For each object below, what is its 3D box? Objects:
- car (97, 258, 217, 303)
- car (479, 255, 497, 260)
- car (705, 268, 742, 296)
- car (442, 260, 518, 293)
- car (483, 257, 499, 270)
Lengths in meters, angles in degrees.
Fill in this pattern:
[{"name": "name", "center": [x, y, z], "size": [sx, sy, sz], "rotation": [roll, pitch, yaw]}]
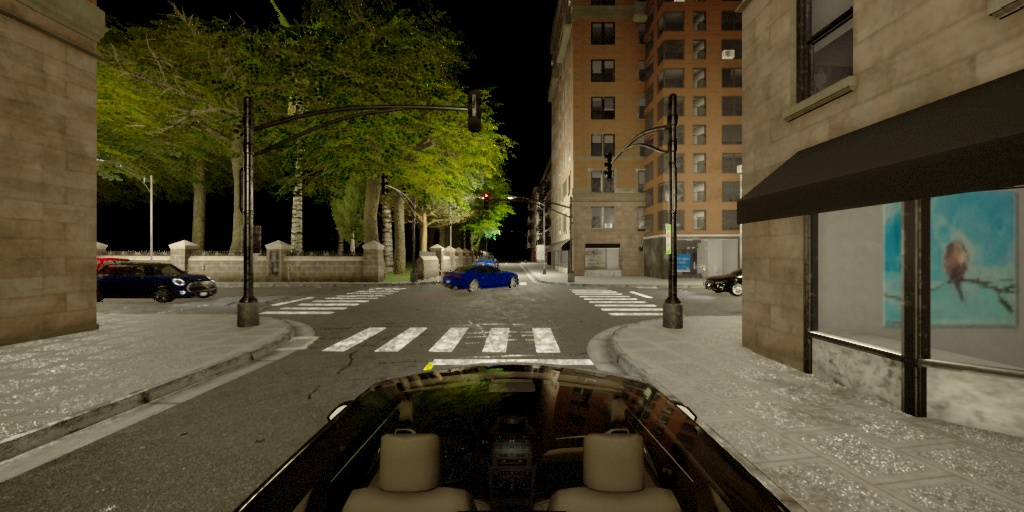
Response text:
[{"name": "car", "center": [-15.857, 1.086, 15.869], "size": [4.553, 1.767, 2.097], "rotation": [0, 0, 1]}, {"name": "car", "center": [-3.039, 0.932, 42.910], "size": [2.150, 2.045, 5.566], "rotation": [0, 0, 0]}, {"name": "car", "center": [12.691, 1.270, 18.674], "size": [4.892, 1.490, 1.837], "rotation": [0, 0, 1]}, {"name": "car", "center": [-1.731, 1.223, 21.008], "size": [1.882, 1.535, 5.008], "rotation": [2, 1, 44]}, {"name": "car", "center": [-3.015, 1.042, 52.971], "size": [2.097, 1.767, 4.553], "rotation": [0, 0, 0]}]
